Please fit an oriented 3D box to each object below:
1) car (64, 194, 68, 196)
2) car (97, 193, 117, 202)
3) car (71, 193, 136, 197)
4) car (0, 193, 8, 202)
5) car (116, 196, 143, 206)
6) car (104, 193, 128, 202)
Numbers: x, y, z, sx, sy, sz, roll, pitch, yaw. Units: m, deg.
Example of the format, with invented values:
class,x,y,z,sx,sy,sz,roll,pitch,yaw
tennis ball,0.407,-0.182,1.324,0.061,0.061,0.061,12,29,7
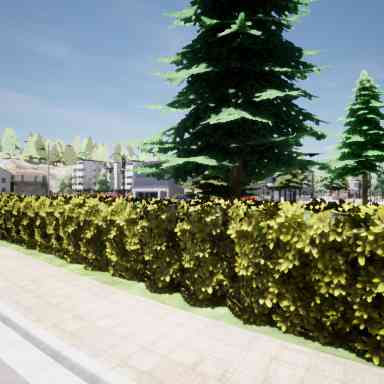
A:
class,x,y,z,sx,sy,sz,roll,pitch,yaw
car,-27.333,1.154,80.420,2.152,1.636,5.027,0,0,44
car,-18.225,1.077,71.435,1.905,1.878,3.866,0,0,44
car,-8.090,1.221,31.073,2.150,2.045,5.566,0,0,44
car,-41.776,1.097,70.250,1.932,1.855,4.605,0,0,44
car,-10.068,1.384,53.349,1.970,1.475,3.806,0,0,44
car,-15.867,1.097,69.687,1.932,1.855,4.605,0,0,44
